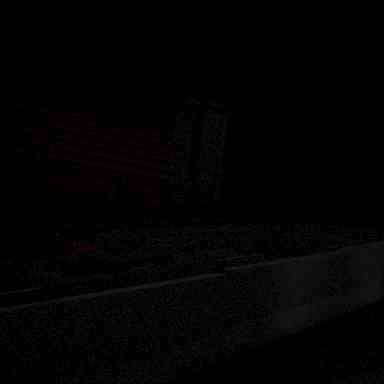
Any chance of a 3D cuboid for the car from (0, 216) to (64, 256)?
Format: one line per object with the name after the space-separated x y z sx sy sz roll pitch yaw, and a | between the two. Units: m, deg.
-7.401 1.549 11.609 5.357 1.411 2.033 0 0 -36 | car
